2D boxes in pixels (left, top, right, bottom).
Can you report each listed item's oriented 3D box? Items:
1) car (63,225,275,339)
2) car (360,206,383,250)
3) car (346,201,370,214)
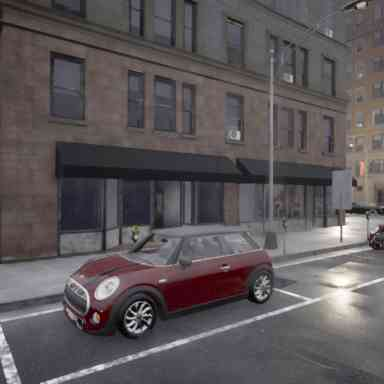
[{"bbox_3d":[-0.327,1.440,6.513,4.097,1.590,1.967,0,0,-35],"label":"car"},{"bbox_3d":[8.632,1.443,12.871,4.097,1.590,1.967,0,0,-35],"label":"car"},{"bbox_3d":[15.589,1.528,30.734,1.895,1.301,4.718,1,0,-36],"label":"car"}]
